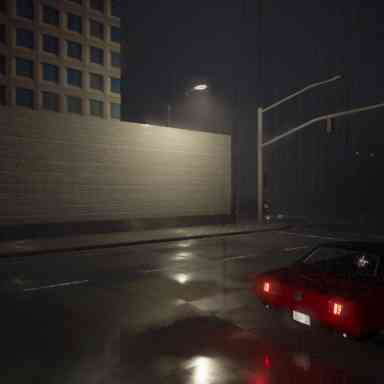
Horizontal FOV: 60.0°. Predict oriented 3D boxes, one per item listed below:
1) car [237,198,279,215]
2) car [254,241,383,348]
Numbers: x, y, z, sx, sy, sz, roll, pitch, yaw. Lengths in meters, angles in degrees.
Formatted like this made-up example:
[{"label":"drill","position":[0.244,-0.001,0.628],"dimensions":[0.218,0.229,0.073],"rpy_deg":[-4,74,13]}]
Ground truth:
[{"label":"car","position":[6.863,1.407,34.721],"dimensions":[2.097,1.767,4.553],"rpy_deg":[0,0,-35]},{"label":"car","position":[3.467,1.601,6.259],"dimensions":[4.718,1.301,1.895],"rpy_deg":[0,0,-35]}]
